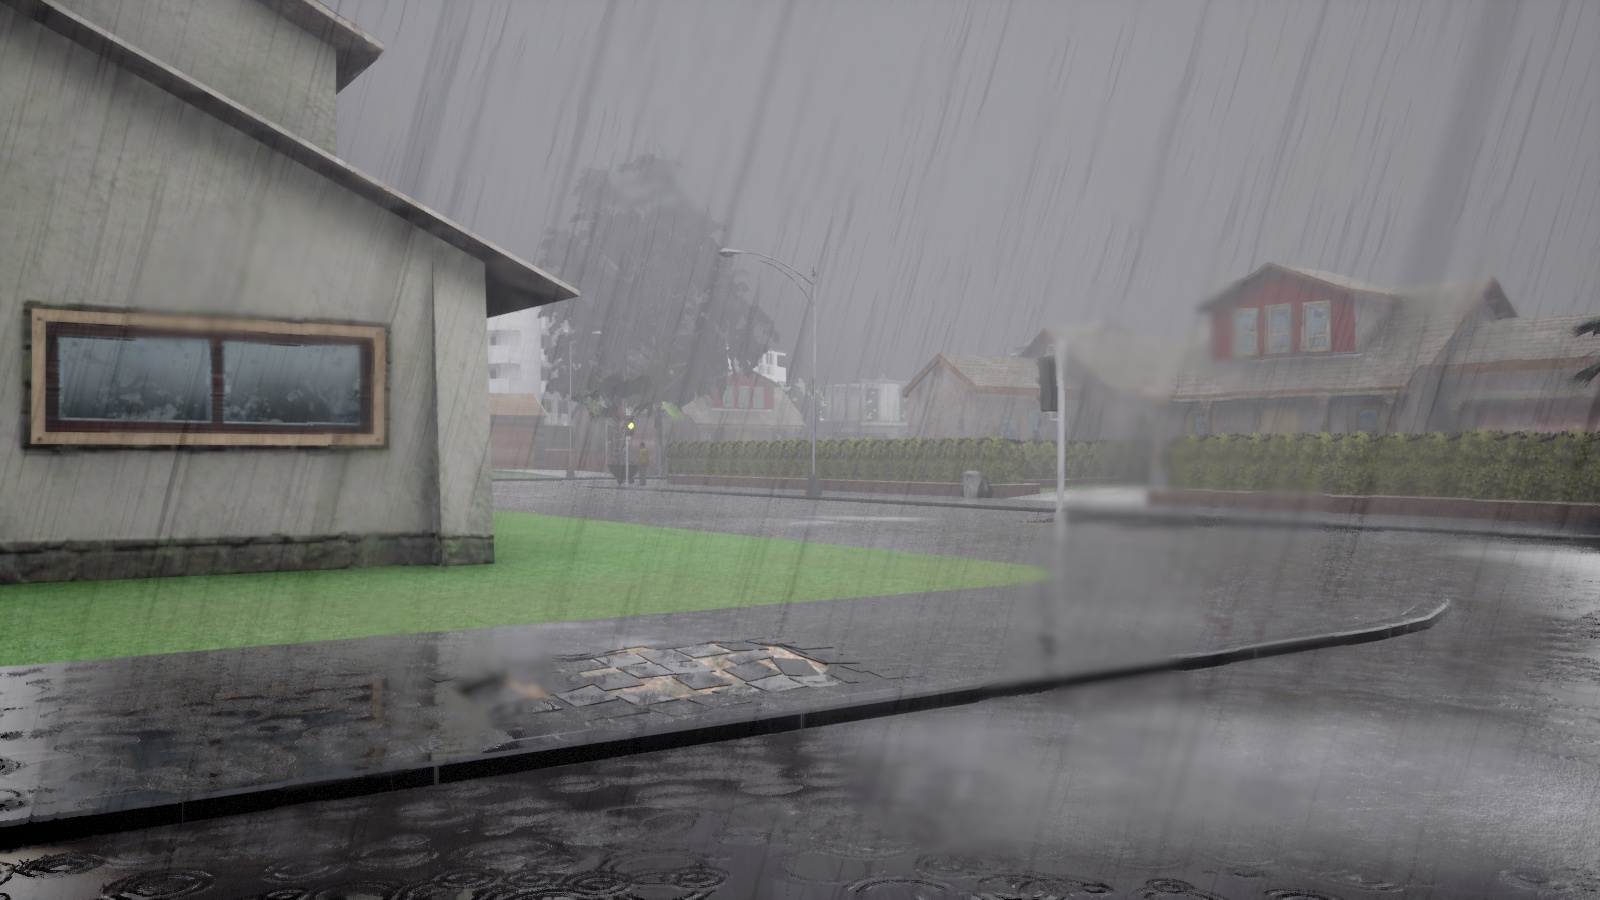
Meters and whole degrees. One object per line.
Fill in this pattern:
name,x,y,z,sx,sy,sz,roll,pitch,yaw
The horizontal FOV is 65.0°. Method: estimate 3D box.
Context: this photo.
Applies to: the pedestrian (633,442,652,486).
pedestrian,-6.607,0.598,52.661,0.431,1.840,0.709,0,0,-43
